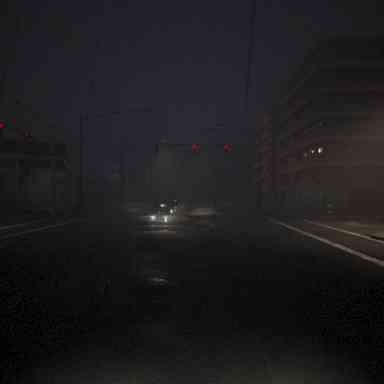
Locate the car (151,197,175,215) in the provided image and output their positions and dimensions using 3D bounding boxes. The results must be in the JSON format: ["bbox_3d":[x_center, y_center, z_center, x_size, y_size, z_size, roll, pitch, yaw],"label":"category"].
[{"bbox_3d":[-3.174,1.547,34.701,2.033,1.411,5.357,0,0,-1],"label":"car"}]

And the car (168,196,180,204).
[{"bbox_3d":[-3.393,1.564,62.555,1.994,1.385,4.181,0,0,0],"label":"car"}]

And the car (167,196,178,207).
[{"bbox_3d":[-3.256,1.564,43.942,1.994,1.385,4.181,0,0,0],"label":"car"}]

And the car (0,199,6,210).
[{"bbox_3d":[-24.053,1.456,38.905,3.806,1.475,1.970,0,0,1],"label":"car"}]

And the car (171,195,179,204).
[{"bbox_3d":[-3.331,1.352,52.538,2.097,1.767,4.553,0,0,0],"label":"car"}]

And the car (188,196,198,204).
[{"bbox_3d":[0.248,1.526,64.987,1.812,1.442,4.674,0,0,0],"label":"car"}]
